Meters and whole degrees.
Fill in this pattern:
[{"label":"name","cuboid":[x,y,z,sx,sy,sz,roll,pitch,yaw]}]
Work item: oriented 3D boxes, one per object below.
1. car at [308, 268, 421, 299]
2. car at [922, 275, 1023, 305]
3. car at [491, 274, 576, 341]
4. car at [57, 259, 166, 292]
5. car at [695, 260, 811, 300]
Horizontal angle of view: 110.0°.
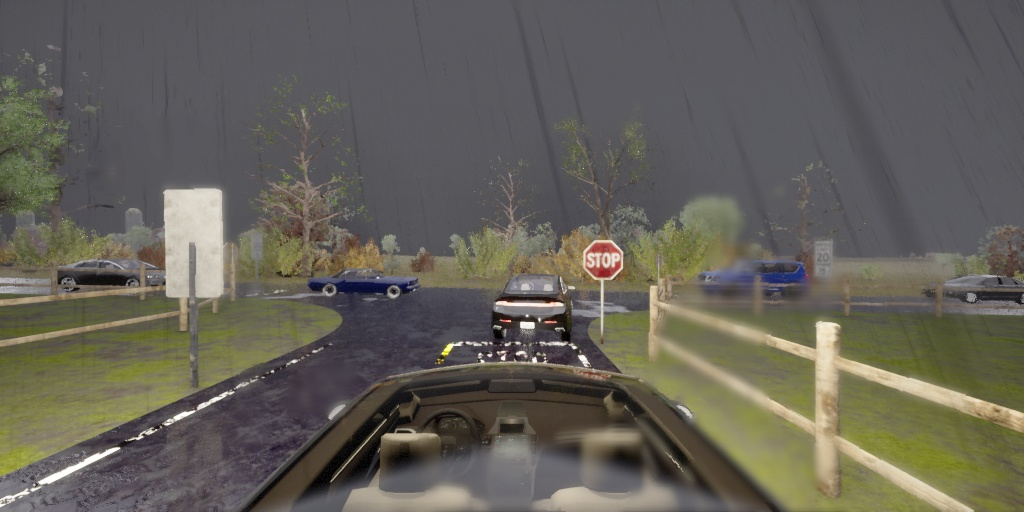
[{"label":"car","cuboid":[-6.818,1.249,16.947,4.718,1.301,1.895,1,1,0]},{"label":"car","cuboid":[25.801,1.813,19.850,4.892,1.490,1.837,2,1,0]},{"label":"car","cuboid":[0.709,1.240,9.914,2.128,1.511,4.902,0,0,9]},{"label":"car","cuboid":[-18.486,0.886,16.966,4.902,1.511,2.128,1,1,0]},{"label":"car","cuboid":[13.251,1.261,19.865,5.566,2.045,2.150,1,1,0]}]
